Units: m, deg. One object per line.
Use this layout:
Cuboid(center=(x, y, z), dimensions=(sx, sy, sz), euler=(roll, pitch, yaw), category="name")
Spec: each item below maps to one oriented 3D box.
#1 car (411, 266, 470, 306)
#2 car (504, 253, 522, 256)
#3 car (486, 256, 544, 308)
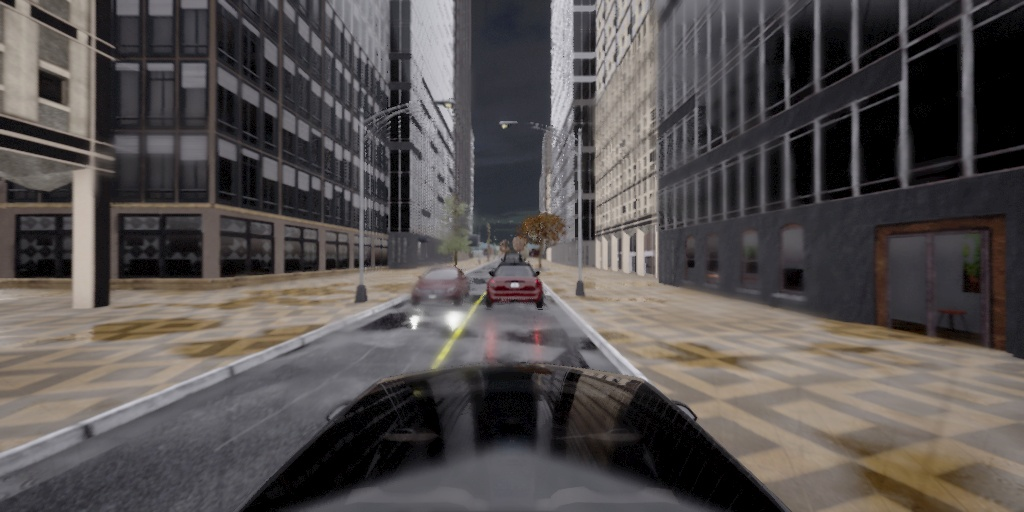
Cuboid(center=(-2.848, 1.180, 15.188), dimensions=(1.812, 1.442, 4.674), euler=(0, 0, 0), category="car")
Cuboid(center=(0.105, 0.751, 33.132), dimensions=(2.150, 2.045, 5.566), euler=(0, 0, 0), category="car")
Cuboid(center=(0.100, 1.011, 14.648), dimensions=(2.097, 1.767, 4.553), euler=(0, 1, 0), category="car")
